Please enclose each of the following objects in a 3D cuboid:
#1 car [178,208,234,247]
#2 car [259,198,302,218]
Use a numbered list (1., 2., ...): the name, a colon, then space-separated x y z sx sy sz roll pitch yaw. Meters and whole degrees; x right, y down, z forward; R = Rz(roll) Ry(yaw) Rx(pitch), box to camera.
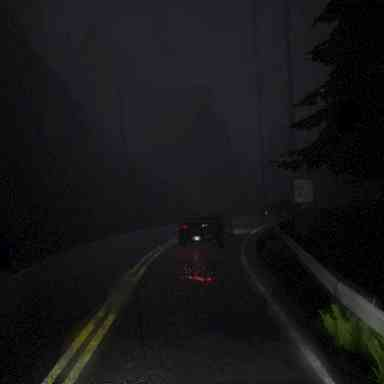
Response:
1. car: 0.730 1.485 14.968 1.837 1.490 4.892 -1 0 13
2. car: 7.370 1.279 27.327 1.837 1.490 4.892 -4 -1 44
